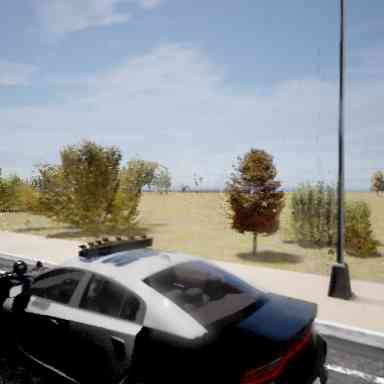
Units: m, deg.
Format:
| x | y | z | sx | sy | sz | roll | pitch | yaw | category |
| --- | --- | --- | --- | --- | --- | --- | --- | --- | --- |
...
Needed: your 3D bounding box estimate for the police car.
| x | y | z | sx | sy | sz | roll | pitch | yaw | category |
| --- | --- | --- | --- | --- | --- | --- | --- | --- | --- |
| -1.068 | 1.426 | 4.322 | 5.238 | 1.638 | 1.930 | 0 | 0 | 35 | police car |
